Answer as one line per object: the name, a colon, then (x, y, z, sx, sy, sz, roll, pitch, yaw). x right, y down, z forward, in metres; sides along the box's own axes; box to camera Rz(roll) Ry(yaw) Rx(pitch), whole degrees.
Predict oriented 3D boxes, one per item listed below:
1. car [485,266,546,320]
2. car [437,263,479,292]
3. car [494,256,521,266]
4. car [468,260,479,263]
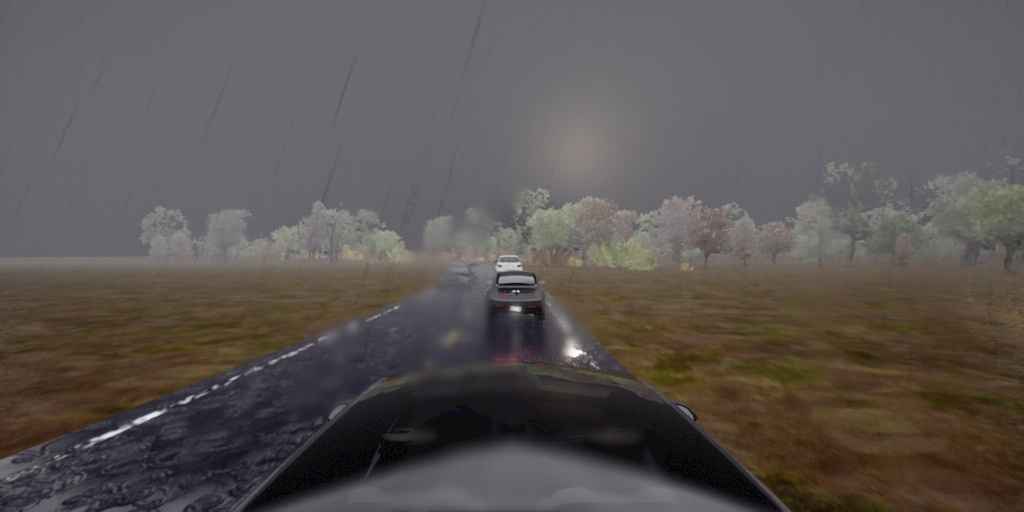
car: (0.131, 1.257, 12.550, 1.837, 1.490, 4.892, 0, 0, 0)
car: (-3.171, 1.315, 21.456, 1.994, 1.385, 4.181, 0, 0, -1)
car: (-0.345, 0.977, 31.839, 2.150, 2.045, 5.566, 0, 0, -3)
car: (-6.962, 1.318, 63.965, 1.994, 1.385, 4.181, 0, 0, -8)
